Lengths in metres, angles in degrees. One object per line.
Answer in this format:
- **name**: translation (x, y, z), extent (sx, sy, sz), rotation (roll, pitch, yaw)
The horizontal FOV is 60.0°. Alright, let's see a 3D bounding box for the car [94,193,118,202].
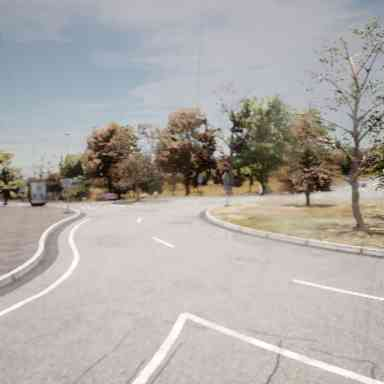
- **car**: translation (-12.506, 0.843, 48.285), extent (1.994, 1.385, 4.181), rotation (-3, -1, -44)
